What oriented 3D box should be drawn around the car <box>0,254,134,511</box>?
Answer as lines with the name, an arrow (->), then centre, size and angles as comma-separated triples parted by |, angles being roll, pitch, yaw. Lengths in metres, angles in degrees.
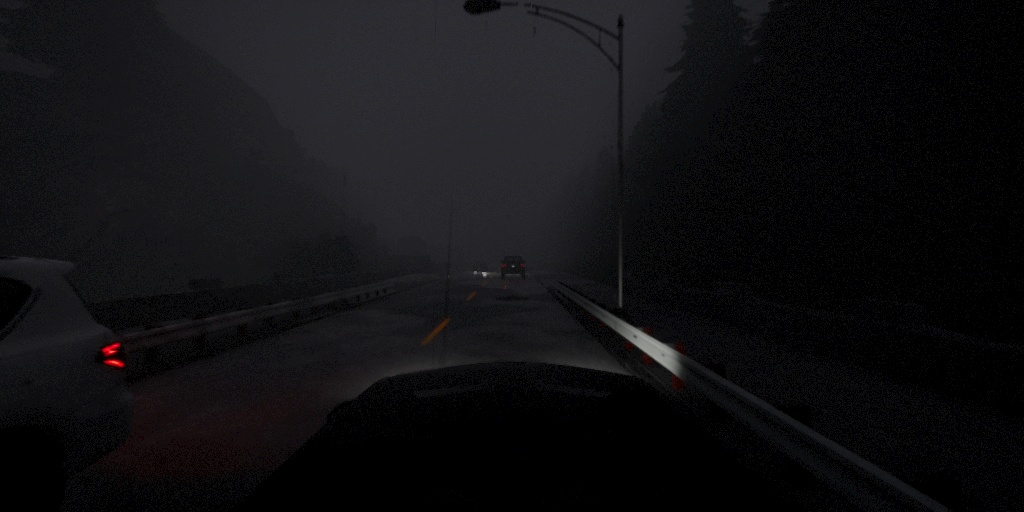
car -> -4.101, 0.973, 0.486 | 2.150, 2.045, 5.566 | 0, 0, 0

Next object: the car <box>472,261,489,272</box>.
car -> -4.056, 1.317, 46.523 | 1.994, 1.385, 4.181 | 0, 0, 0

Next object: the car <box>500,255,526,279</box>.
car -> 0.103, 0.974, 33.332 | 2.150, 2.045, 5.566 | 0, 0, 0
